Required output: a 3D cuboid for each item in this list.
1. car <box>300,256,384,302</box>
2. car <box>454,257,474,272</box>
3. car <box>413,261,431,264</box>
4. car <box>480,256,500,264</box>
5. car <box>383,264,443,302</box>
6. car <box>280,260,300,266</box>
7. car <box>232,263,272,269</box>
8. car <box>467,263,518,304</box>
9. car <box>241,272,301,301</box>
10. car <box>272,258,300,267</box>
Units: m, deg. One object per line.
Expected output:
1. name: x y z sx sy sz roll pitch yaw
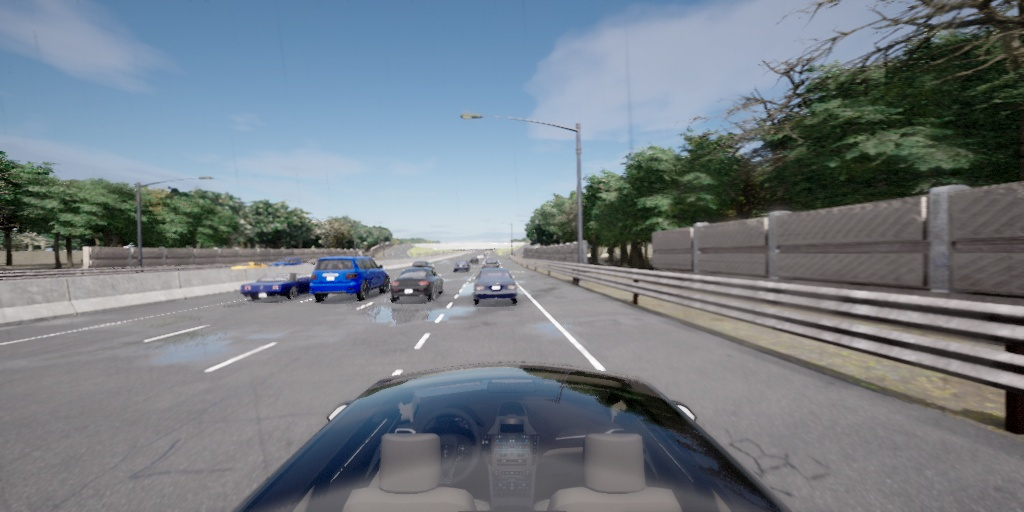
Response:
1. car: -7.910 1.043 17.963 2.150 2.045 5.566 -1 0 -4
2. car: -6.131 1.224 44.414 2.033 1.411 5.357 -1 0 -3
3. car: -9.052 1.266 36.334 1.837 1.490 4.892 -1 0 -3
4. car: -2.298 1.120 40.590 2.128 1.511 4.902 -1 0 -3
5. car: -4.447 1.292 17.170 1.812 1.442 4.674 -1 0 -4
6. car: -27.360 1.629 46.465 1.895 1.301 4.718 -1 0 -3
7. car: -34.396 1.622 47.032 1.882 1.535 5.008 -1 0 -3
8. car: -0.785 1.255 16.295 2.033 1.411 5.357 -1 0 -4
9. car: -11.442 1.480 18.468 1.895 1.301 4.718 -1 0 -4
10. car: -31.025 1.298 49.388 2.150 2.045 5.566 -1 0 -3
